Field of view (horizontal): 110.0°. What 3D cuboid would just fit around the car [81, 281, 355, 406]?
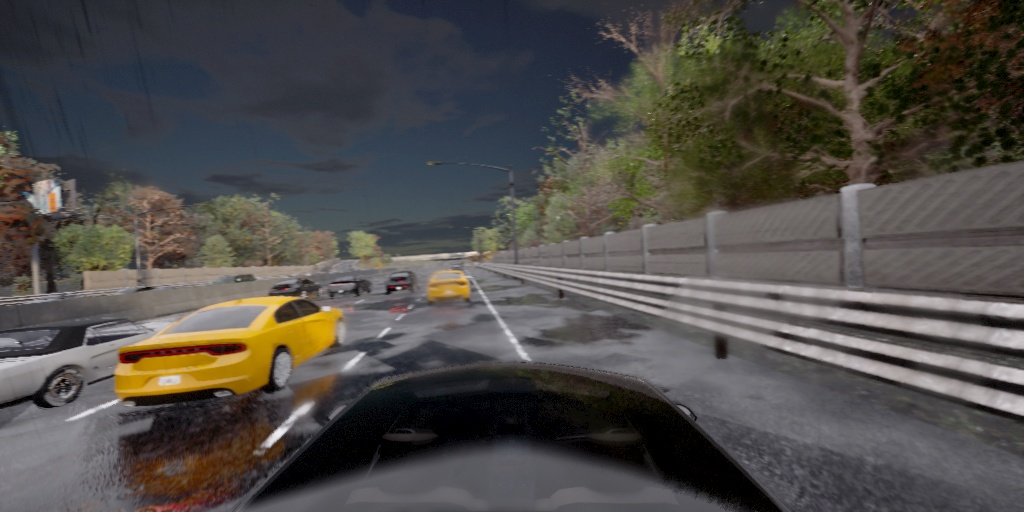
[{"bbox_3d":[-5.002,1.566,7.311,1.882,1.535,5.008,-4,0,-8],"label":"car"}]

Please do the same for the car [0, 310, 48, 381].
[{"bbox_3d":[-11.911,2.049,6.288,1.812,1.442,4.674,-4,0,-8],"label":"car"}]

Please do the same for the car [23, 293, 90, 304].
[{"bbox_3d":[-36.529,3.742,28.814,1.994,1.385,4.181,-4,0,-8],"label":"car"}]

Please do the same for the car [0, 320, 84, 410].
[{"bbox_3d":[-8.497,1.911,7.141,1.895,1.301,4.718,-4,0,-8],"label":"car"}]

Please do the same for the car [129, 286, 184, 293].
[{"bbox_3d":[-29.781,3.321,30.938,1.994,1.385,4.181,-4,0,-8],"label":"car"}]

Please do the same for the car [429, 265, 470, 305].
[{"bbox_3d":[-3.176,1.493,18.384,1.882,1.535,5.008,-4,0,-8],"label":"car"}]

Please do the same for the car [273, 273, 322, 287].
[{"bbox_3d":[-14.523,2.265,24.333,1.837,1.490,4.892,-4,0,-8],"label":"car"}]

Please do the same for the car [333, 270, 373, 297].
[{"bbox_3d":[-11.055,2.032,24.775,2.128,1.511,4.902,-4,0,-8],"label":"car"}]

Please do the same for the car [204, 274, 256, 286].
[{"bbox_3d":[-26.735,2.800,34.161,2.150,2.045,5.566,-4,-1,-8],"label":"car"}]

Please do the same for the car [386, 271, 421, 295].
[{"bbox_3d":[-7.606,1.828,25.310,1.837,1.490,4.892,-4,0,-8],"label":"car"}]

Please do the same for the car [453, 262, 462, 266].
[{"bbox_3d":[-9.283,2.118,60.595,1.812,1.442,4.674,-4,0,-8],"label":"car"}]

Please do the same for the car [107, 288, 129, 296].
[{"bbox_3d":[-33.431,3.497,31.757,1.837,1.490,4.892,-4,0,-8],"label":"car"}]
